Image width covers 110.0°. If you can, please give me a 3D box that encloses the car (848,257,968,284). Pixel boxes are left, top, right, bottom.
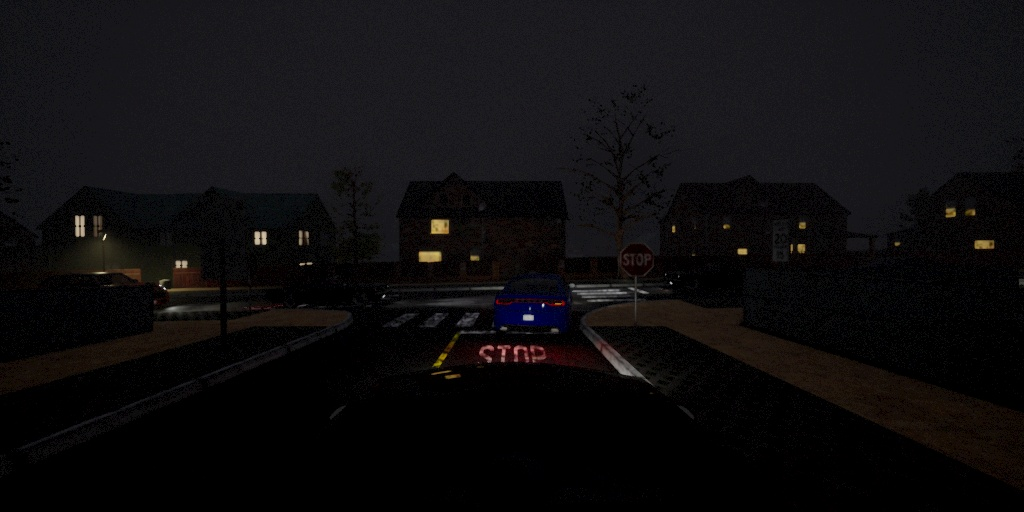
[{"bbox_3d":[20.073,0.749,18.604,5.357,1.411,2.033,-1,1,0],"label":"car"}]

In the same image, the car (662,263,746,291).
[{"bbox_3d":[10.416,1.031,18.572,4.718,1.301,1.895,-1,1,-1],"label":"car"}]

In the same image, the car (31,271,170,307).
[{"bbox_3d":[-17.898,1.495,15.647,4.553,1.767,2.097,-1,1,0],"label":"car"}]

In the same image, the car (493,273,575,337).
[{"bbox_3d":[0.789,1.225,10.440,1.882,1.535,5.008,0,0,10],"label":"car"}]

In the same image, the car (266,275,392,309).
[{"bbox_3d":[-7.807,1.503,15.651,4.718,1.301,1.895,-1,1,0],"label":"car"}]
